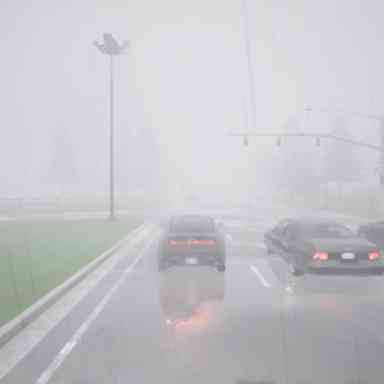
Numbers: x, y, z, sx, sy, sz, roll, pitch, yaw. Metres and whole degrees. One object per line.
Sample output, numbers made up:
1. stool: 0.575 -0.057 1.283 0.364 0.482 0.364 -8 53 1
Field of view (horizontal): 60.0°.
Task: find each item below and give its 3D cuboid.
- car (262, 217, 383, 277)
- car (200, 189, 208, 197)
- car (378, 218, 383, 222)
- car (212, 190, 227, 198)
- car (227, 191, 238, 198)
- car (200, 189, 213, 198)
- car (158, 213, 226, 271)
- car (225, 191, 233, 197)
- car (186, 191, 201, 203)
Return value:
1. car: 3.502 1.463 9.963 2.033 1.411 5.357 0 0 0
2. car: 3.481 0.258 95.092 2.150 2.045 5.566 0 0 0
3. car: 7.008 1.402 10.496 2.128 1.511 4.902 0 0 0
4. car: 6.983 0.805 84.647 2.128 1.511 4.902 0 0 0
5. car: 10.483 0.633 85.033 2.097 1.767 4.553 0 0 0
6. car: 3.483 0.633 85.031 2.097 1.767 4.553 0 0 0
7. car: 0.008 1.415 10.522 1.837 1.490 4.892 0 0 0
8. car: 10.481 0.530 95.059 1.837 1.490 4.892 0 0 0
9. car: -0.011 1.023 54.026 1.882 1.535 5.008 0 0 0
